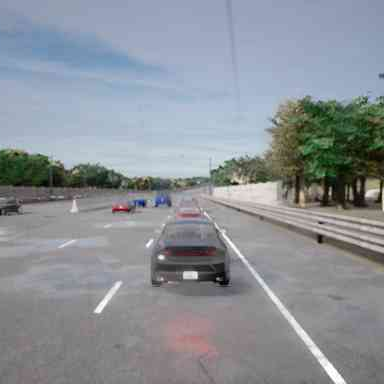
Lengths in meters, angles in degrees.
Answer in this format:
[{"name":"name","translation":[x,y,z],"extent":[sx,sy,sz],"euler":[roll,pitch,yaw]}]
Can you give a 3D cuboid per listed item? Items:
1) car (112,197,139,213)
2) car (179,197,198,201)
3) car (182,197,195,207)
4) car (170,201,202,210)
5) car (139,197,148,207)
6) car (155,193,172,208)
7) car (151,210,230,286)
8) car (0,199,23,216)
[{"name":"car","translation":[-7.329,1.493,36.114],"extent":[1.994,1.385,4.181],"euler":[0,0,-1]},{"name":"car","translation":[-0.270,1.451,27.377],"extent":[1.837,1.490,4.892],"euler":[0,0,-1]},{"name":"car","translation":[-0.568,1.435,48.683],"extent":[1.812,1.442,4.674],"euler":[0,0,-1]},{"name":"car","translation":[-0.157,1.485,20.094],"extent":[1.812,1.442,4.674],"euler":[0,0,-1]},{"name":"car","translation":[-7.556,1.387,48.016],"extent":[1.882,1.535,5.008],"euler":[0,0,-1]},{"name":"car","translation":[-4.049,1.133,47.735],"extent":[2.150,2.045,5.566],"euler":[0,0,-1]},{"name":"car","translation":[-0.049,1.484,9.363],"extent":[1.837,1.490,4.892],"euler":[0,0,0]},{"name":"car","translation":[-17.939,1.440,31.577],"extent":[1.837,1.490,4.892],"euler":[0,0,-1]}]
